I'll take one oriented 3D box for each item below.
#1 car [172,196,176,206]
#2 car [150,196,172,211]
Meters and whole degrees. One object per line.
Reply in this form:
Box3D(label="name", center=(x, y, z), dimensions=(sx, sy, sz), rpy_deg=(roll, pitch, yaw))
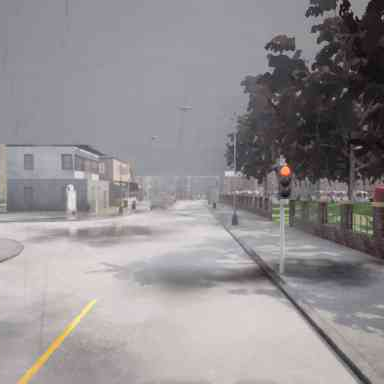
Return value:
Box3D(label="car", center=(-4.046, 1.352, 52.113), dimensions=(2.097, 1.767, 4.553), rpy_deg=(0, 0, 0))
Box3D(label="car", center=(-4.062, 1.547, 42.011), dimensions=(2.033, 1.411, 5.357), rpy_deg=(0, 0, 0))
